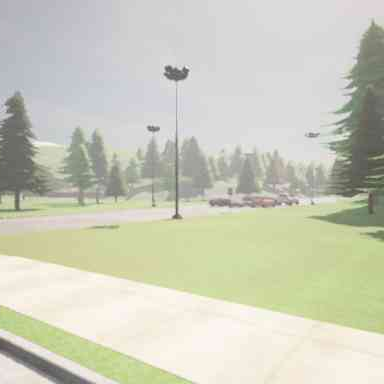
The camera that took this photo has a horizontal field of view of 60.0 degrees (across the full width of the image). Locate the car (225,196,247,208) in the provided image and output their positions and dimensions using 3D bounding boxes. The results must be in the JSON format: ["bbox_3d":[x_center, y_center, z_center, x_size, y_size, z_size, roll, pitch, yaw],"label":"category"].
[{"bbox_3d":[7.407,1.661,50.424,1.895,1.301,4.718,0,0,37],"label":"car"}]

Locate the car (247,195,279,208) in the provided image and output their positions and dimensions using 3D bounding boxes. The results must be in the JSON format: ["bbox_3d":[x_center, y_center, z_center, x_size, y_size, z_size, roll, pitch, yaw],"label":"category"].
[{"bbox_3d":[10.465,1.399,48.669,2.097,1.767,4.553,0,0,37],"label":"car"}]

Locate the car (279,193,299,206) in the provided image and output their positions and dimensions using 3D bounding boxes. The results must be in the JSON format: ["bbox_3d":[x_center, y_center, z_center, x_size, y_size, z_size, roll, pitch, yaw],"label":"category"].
[{"bbox_3d":[16.329,1.263,56.707,2.150,2.045,5.566,0,0,36],"label":"car"}]

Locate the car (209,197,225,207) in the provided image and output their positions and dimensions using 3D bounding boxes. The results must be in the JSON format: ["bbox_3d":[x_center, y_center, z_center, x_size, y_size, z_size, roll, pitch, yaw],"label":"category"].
[{"bbox_3d":[4.559,1.564,52.462,2.128,1.511,4.902,0,0,37],"label":"car"}]

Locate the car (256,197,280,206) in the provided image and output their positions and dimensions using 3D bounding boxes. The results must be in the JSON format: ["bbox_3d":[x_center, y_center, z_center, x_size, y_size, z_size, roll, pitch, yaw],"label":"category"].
[{"bbox_3d":[13.496,1.602,58.761,2.033,1.411,5.357,0,0,36],"label":"car"}]

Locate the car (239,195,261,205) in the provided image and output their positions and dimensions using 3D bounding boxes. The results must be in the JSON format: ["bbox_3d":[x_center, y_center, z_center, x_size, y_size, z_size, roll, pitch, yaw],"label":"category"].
[{"bbox_3d":[10.662,1.419,60.815,2.097,1.767,4.553,0,0,36],"label":"car"}]
